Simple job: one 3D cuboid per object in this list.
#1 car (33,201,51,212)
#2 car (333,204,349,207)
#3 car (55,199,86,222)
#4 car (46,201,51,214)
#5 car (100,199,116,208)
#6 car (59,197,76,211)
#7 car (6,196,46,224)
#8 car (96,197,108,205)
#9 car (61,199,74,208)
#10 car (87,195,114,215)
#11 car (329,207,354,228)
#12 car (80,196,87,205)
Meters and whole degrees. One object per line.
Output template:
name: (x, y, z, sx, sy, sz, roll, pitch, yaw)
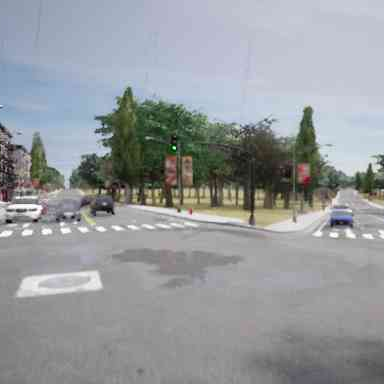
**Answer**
car: (-20.449, 1.919, 45.590, 1.895, 1.301, 4.718, 0, 0, -20)
car: (17.867, 2.443, 39.781, 2.150, 2.045, 5.566, 0, -2, 25)
car: (-10.274, 1.615, 27.738, 2.128, 1.511, 4.902, 0, 0, -20)
car: (-16.867, 1.574, 36.020, 2.097, 1.767, 4.553, 0, 0, -20)
car: (-14.762, 1.914, 58.186, 2.033, 1.411, 5.357, 0, 0, -21)
car: (-17.142, 1.647, 46.019, 2.097, 1.767, 4.553, 0, 0, -20)
car: (-13.459, 1.364, 26.980, 2.150, 2.045, 5.566, 0, 0, -20)
car: (-18.436, 1.783, 67.940, 1.882, 1.535, 5.008, 0, -1, -21)
car: (-21.551, 1.966, 57.763, 2.033, 1.411, 5.357, 0, -1, -21)
car: (-9.713, 1.387, 35.829, 2.150, 2.045, 5.566, 0, 0, -21)
car: (13.761, 2.402, 30.659, 1.882, 1.535, 5.008, 0, -2, 24)
car: (-18.241, 1.619, 58.226, 2.150, 2.045, 5.566, 0, 0, -20)
